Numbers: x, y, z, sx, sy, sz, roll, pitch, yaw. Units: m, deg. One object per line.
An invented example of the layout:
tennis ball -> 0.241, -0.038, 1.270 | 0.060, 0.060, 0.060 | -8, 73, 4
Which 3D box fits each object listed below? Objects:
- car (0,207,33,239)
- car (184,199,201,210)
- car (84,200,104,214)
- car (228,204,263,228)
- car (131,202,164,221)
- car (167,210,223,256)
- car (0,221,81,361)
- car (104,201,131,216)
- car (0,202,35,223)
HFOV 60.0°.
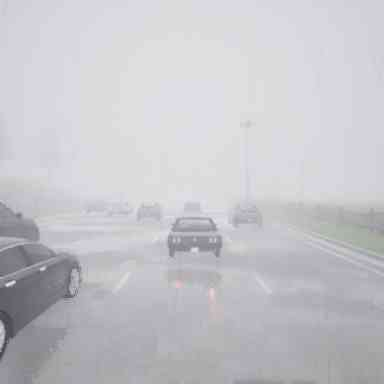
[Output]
car -> -10.417, 1.585, 17.010 | 2.033, 1.411, 5.357 | 0, 0, 0
car -> 0.062, 1.557, 38.479 | 1.882, 1.535, 5.008 | 0, 0, 0
car -> -10.437, 1.627, 37.310 | 2.033, 1.411, 5.357 | 0, 0, 0
car -> 3.578, 1.539, 22.837 | 2.128, 1.511, 4.902 | 0, 0, 0
car -> -3.428, 1.551, 27.913 | 2.128, 1.511, 4.902 | 0, 0, 0
car -> 0.085, 1.627, 13.277 | 1.895, 1.301, 4.718 | 0, 0, 0
car -> -3.415, 1.518, 5.627 | 1.837, 1.490, 4.892 | 0, 0, 0
car -> -6.933, 1.671, 32.960 | 1.895, 1.301, 4.718 | 0, 0, 0
car -> -6.910, 1.246, 10.399 | 2.150, 2.045, 5.566 | 0, 0, 0
